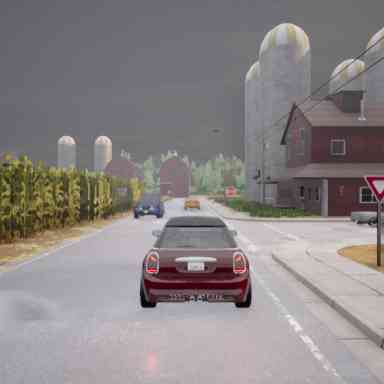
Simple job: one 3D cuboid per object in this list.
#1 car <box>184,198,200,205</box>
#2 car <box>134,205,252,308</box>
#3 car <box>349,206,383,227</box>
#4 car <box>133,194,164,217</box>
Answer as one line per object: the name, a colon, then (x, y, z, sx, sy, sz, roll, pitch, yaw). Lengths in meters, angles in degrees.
car: (-0.058, 1.477, 44.133, 1.882, 1.535, 5.008, 0, 0, -4)
car: (0.075, 1.352, 8.082, 2.097, 1.767, 4.553, 0, 0, 0)
car: (12.935, 1.574, 21.717, 4.718, 1.301, 1.895, 0, 0, -1)
car: (-3.626, 1.221, 28.915, 2.150, 2.045, 5.566, 0, 0, 0)
